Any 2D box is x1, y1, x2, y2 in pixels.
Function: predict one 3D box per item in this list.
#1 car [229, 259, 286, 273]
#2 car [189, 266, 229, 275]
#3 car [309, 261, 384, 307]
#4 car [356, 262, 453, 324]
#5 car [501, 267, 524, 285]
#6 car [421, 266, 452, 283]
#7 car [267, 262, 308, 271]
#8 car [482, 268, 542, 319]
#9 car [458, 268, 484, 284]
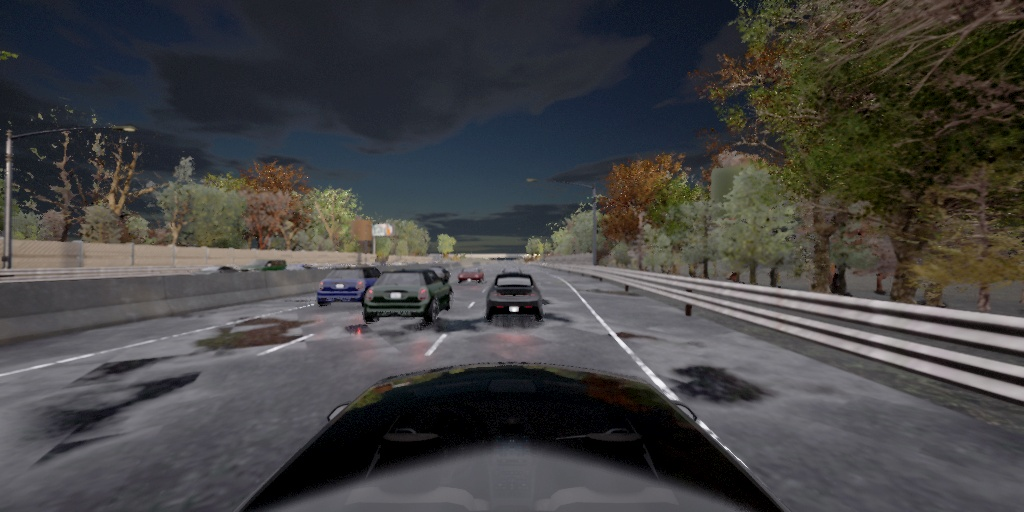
[{"bbox_3d":[-24.676,1.351,35.686,2.150,2.045,5.566,0,-1,0],"label":"car"},{"bbox_3d":[-27.995,1.635,33.908,1.812,1.442,4.674,0,-1,-2],"label":"car"},{"bbox_3d":[-6.938,1.264,16.573,2.097,1.767,4.553,0,-1,0],"label":"car"},{"bbox_3d":[-3.434,1.221,12.724,2.097,1.767,4.553,0,-1,0],"label":"car"},{"bbox_3d":[0.027,1.679,31.300,1.895,1.301,4.718,0,-1,0],"label":"car"},{"bbox_3d":[-6.977,1.667,33.417,1.994,1.385,4.181,0,-1,0],"label":"car"},{"bbox_3d":[-21.174,1.602,35.229,1.882,1.535,5.008,0,-1,0],"label":"car"},{"bbox_3d":[0.066,1.384,13.430,1.837,1.490,4.892,0,0,0],"label":"car"},{"bbox_3d":[-3.473,1.679,31.305,1.895,1.301,4.718,0,-1,0],"label":"car"}]
